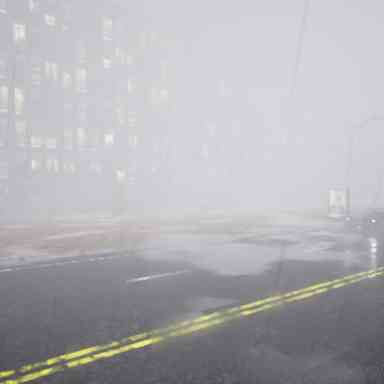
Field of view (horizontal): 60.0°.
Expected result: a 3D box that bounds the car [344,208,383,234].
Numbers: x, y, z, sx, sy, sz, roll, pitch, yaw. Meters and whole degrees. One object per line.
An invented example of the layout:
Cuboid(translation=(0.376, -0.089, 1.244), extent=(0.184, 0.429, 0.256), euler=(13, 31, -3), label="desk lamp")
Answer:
Cuboid(translation=(11.103, 1.634, 19.764), extent=(4.718, 1.301, 1.895), euler=(0, 0, -36), label="car")
